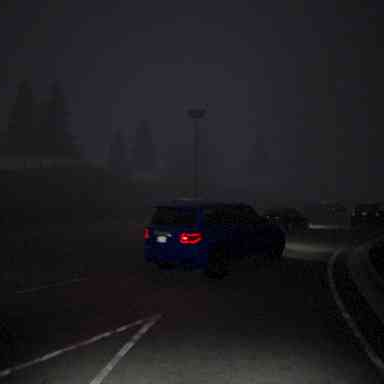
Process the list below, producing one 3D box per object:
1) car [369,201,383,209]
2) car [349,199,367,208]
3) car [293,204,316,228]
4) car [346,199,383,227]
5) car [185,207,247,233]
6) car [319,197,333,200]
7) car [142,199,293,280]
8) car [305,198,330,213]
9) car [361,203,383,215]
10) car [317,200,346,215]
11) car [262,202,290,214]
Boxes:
[{"bbox_3d":[33.612,2.324,59.966,1.994,1.385,4.181,0,-1,40],"label":"car"},{"bbox_3d":[31.386,2.139,62.795,2.097,1.767,4.553,0,-1,40],"label":"car"},{"bbox_3d":[6.384,1.774,22.493,1.837,1.490,4.892,0,-1,40],"label":"car"},{"bbox_3d":[14.154,1.684,26.237,2.097,1.767,4.553,0,-1,40],"label":"car"},{"bbox_3d":[1.731,1.782,22.421,1.812,1.442,4.674,0,-1,40],"label":"car"},{"bbox_3d":[24.043,1.954,59.517,2.150,2.045,5.566,0,-1,40],"label":"car"},{"bbox_3d":[0.950,1.346,10.696,2.150,2.045,5.566,0,-1,40],"label":"car"},{"bbox_3d":[16.698,2.031,45.456,1.882,1.535,5.008,0,-1,40],"label":"car"},{"bbox_3d":[22.938,2.132,41.989,1.895,1.301,4.718,0,-1,40],"label":"car"},{"bbox_3d":[17.797,2.058,41.342,2.033,1.411,5.357,0,-1,40],"label":"car"},{"bbox_3d":[11.327,2.092,44.537,1.994,1.385,4.181,0,-1,40],"label":"car"}]
